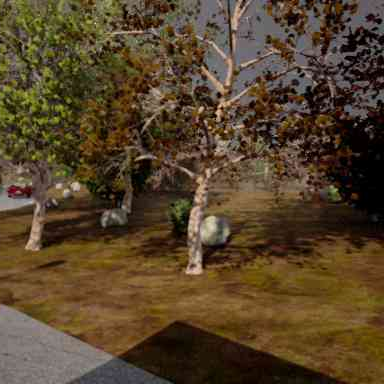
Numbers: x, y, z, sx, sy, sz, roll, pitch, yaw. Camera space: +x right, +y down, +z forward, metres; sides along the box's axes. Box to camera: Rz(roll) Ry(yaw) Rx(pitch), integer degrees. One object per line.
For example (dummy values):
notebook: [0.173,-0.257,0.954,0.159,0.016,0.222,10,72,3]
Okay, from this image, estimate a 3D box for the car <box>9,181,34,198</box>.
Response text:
car: [-17.304,-0.382,33.918,1.882,1.535,5.008,4,4,-20]
